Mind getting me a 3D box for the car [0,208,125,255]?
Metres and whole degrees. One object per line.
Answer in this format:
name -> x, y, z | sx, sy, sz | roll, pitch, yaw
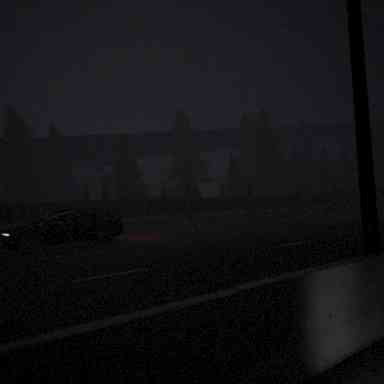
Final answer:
car -> -5.123, 1.432, 13.226 | 4.902, 1.511, 2.128 | -1, 1, -35
